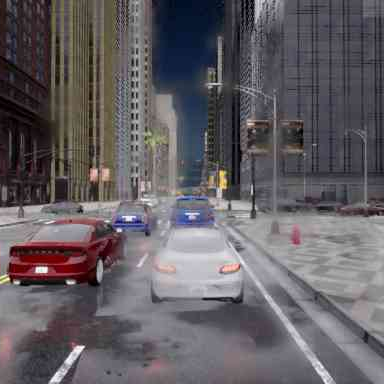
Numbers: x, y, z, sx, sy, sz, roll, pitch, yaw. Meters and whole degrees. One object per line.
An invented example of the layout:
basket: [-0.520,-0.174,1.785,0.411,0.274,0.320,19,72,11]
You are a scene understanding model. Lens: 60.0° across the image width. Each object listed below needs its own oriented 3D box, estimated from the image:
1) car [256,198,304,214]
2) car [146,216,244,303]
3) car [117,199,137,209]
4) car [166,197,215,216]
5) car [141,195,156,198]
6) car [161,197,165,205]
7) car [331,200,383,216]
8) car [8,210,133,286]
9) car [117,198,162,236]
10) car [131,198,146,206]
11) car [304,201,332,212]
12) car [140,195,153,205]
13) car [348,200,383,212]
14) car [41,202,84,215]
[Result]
car: [9.194,1.437,35.847,4.553,1.767,2.097,0,-1,-1]
car: [0.105,1.534,8.073,1.812,1.442,4.674,0,0,0]
car: [-9.805,1.778,50.931,2.033,1.411,5.357,0,0,0]
car: [0.041,1.257,17.775,2.150,2.045,5.566,0,0,1]
car: [-6.556,1.452,50.972,2.150,2.045,5.566,0,0,0]
car: [-6.519,1.804,60.684,1.837,1.490,4.892,0,0,1]
car: [15.340,1.577,30.163,4.206,1.307,1.802,0,0,-1]
car: [-3.144,1.489,9.445,1.882,1.535,5.008,0,0,0]
car: [-3.135,1.391,18.672,2.097,1.767,4.553,0,0,0]
car: [-9.768,1.826,60.840,1.812,1.442,4.674,0,0,1]
car: [15.217,1.662,38.687,4.313,1.339,1.947,0,0,-1]
car: [-9.690,1.609,71.414,2.150,2.045,5.566,0,0,0]
car: [20.857,1.643,38.770,4.313,1.339,1.947,0,0,-1]
car: [-13.743,1.715,35.445,4.181,1.385,1.994,-1,-1,0]
